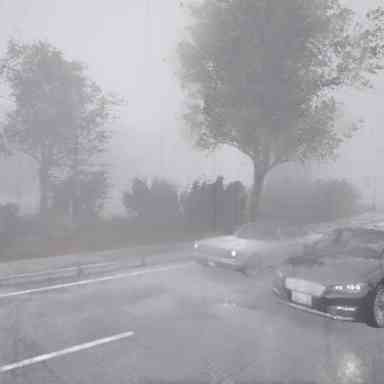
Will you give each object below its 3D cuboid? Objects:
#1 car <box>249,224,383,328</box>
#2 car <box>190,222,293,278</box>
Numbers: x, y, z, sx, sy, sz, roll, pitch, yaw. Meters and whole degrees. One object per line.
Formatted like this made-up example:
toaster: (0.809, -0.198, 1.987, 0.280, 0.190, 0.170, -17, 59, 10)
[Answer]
car: (3.718, 1.513, 7.133, 4.902, 1.511, 2.128, 0, 0, -40)
car: (2.230, 1.634, 10.383, 4.718, 1.301, 1.895, 0, 0, -40)
